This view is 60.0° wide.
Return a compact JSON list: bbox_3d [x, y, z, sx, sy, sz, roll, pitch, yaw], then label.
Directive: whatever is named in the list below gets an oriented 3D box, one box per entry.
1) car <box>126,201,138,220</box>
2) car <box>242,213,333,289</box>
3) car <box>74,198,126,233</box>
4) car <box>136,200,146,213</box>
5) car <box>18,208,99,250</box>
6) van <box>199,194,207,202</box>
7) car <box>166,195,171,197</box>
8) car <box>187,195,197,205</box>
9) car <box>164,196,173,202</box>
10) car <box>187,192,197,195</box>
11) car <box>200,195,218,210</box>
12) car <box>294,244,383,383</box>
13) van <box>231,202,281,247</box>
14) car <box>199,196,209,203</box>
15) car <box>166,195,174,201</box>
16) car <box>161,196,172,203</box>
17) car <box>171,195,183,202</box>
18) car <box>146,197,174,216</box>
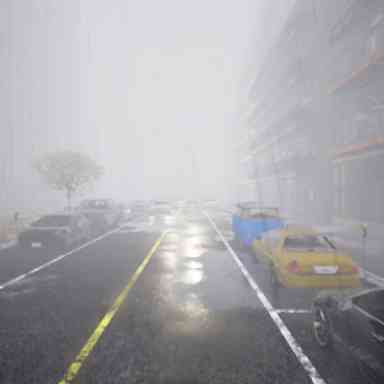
[{"bbox_3d":[-5.697,1.560,25.386,2.008,1.369,4.403,0,0,0],"label":"car"},{"bbox_3d":[2.687,1.526,8.988,1.752,1.417,4.829,0,0,0],"label":"car"},{"bbox_3d":[-5.696,1.321,19.862,2.192,1.841,5.009,0,0,0],"label":"car"},{"bbox_3d":[-5.699,1.569,36.431,2.008,1.369,4.403,0,0,0],"label":"car"},{"bbox_3d":[-5.695,1.569,14.340,1.947,1.339,4.313,0,0,0],"label":"car"},{"bbox_3d":[2.675,1.419,80.614,1.690,1.788,3.998,0,0,0],"label":"van"},{"bbox_3d":[-5.703,1.489,64.046,1.967,1.590,4.097,0,0,0],"label":"car"},{"bbox_3d":[-0.009,1.645,61.063,1.895,1.301,4.718,0,0,0],"label":"car"},{"bbox_3d":[-5.706,1.629,80.614,2.008,1.369,4.403,0,0,0],"label":"car"},{"bbox_3d":[-0.008,1.108,75.354,2.150,2.045,5.566,0,0,0],"label":"car"},{"bbox_3d":[2.344,1.482,43.521,1.801,1.575,5.366,0,0,0],"label":"car"},{"bbox_3d":[2.688,1.566,3.295,1.947,1.339,4.313,0,0,0],"label":"car"},{"bbox_3d":[2.685,1.344,14.341,1.690,1.788,3.998,0,0,0],"label":"van"},{"bbox_3d":[2.676,1.613,75.091,1.887,1.381,4.507,0,0,0],"label":"car"},{"bbox_3d":[-5.707,1.529,86.137,1.967,1.590,4.097,0,0,0],"label":"car"},{"bbox_3d":[-5.705,1.619,75.090,2.008,1.369,4.403,0,0,0],"label":"car"},{"bbox_3d":[-3.011,1.555,74.029,1.994,1.385,4.181,0,0,0],"label":"car"},{"bbox_3d":[-3.099,1.541,33.093,1.812,1.442,4.674,0,0,0],"label":"car"}]
